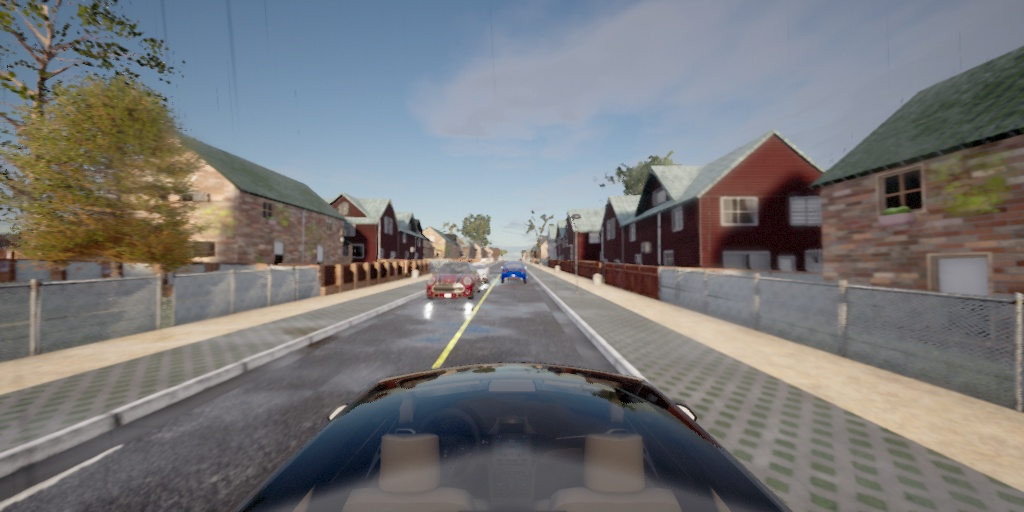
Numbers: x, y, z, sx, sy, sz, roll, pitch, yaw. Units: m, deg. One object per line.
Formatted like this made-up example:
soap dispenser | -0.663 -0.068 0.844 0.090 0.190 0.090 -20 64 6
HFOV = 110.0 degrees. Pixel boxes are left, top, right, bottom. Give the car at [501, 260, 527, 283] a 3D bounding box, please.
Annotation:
car | 0.145 1.229 27.751 1.882 1.535 5.008 0 0 1

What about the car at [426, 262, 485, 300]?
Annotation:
car | -2.713 1.092 17.511 2.097 1.767 4.553 0 0 0

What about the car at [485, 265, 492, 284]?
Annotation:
car | -2.685 1.273 27.538 1.812 1.442 4.674 0 0 1
